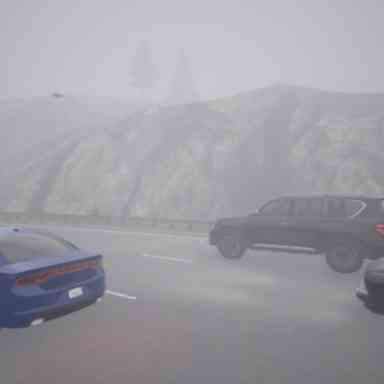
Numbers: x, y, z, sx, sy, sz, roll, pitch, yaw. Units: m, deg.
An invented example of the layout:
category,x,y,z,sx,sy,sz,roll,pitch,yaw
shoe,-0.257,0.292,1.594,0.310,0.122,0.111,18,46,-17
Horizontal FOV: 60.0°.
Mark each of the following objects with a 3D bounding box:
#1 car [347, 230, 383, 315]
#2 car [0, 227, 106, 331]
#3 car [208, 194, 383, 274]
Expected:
category,x,y,z,sx,sy,sz,roll,pitch,yaw
car,5.017,1.512,4.774,4.718,1.301,1.895,0,1,36
car,-3.924,1.433,6.565,5.008,1.535,1.882,0,0,32
car,3.228,1.088,10.302,5.566,2.045,2.150,0,0,34
